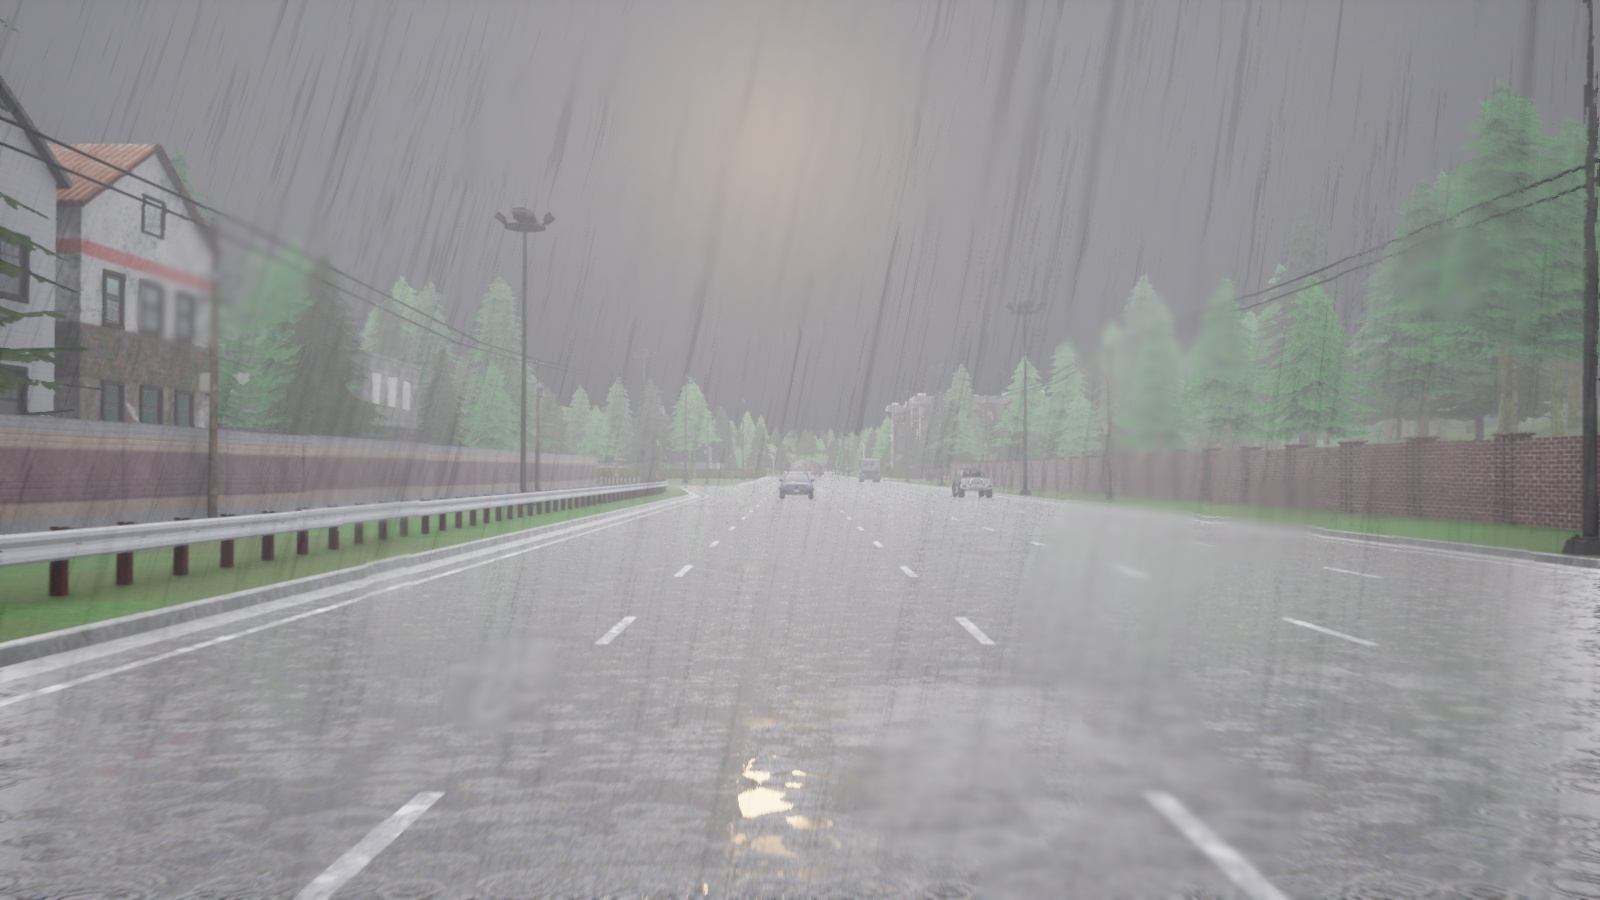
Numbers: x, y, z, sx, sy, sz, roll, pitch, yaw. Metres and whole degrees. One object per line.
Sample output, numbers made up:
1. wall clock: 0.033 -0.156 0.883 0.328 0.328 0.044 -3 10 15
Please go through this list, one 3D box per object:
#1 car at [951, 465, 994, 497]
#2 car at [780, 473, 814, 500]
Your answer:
1. car: 10.318 1.850 75.253 1.932 1.855 4.605 0 -1 0
2. car: -0.170 2.024 70.705 1.812 1.442 4.674 0 -1 0
